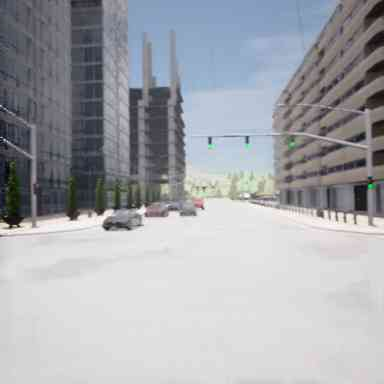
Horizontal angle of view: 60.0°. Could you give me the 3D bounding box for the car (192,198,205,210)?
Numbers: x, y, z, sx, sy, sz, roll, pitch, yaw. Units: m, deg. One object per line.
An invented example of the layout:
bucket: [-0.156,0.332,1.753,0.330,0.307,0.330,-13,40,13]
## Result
car: [0.961,2.023,56.122,2.150,2.045,5.566,-1,-1,5]

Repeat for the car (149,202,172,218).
car: [-3.989,1.973,38.109,2.097,1.767,4.553,-1,-1,4]

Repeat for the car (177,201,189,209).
car: [-1.715,2.501,66.026,1.837,1.490,4.892,-1,-1,4]

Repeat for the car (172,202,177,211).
car: [-2.761,2.357,52.579,2.033,1.411,5.357,-1,-1,4]

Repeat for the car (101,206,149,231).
car: [-4.946,1.986,24.497,2.033,1.411,5.357,-1,-1,4]

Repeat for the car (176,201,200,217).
car: [-0.373,2.106,39.438,1.812,1.442,4.674,-1,-1,5]
